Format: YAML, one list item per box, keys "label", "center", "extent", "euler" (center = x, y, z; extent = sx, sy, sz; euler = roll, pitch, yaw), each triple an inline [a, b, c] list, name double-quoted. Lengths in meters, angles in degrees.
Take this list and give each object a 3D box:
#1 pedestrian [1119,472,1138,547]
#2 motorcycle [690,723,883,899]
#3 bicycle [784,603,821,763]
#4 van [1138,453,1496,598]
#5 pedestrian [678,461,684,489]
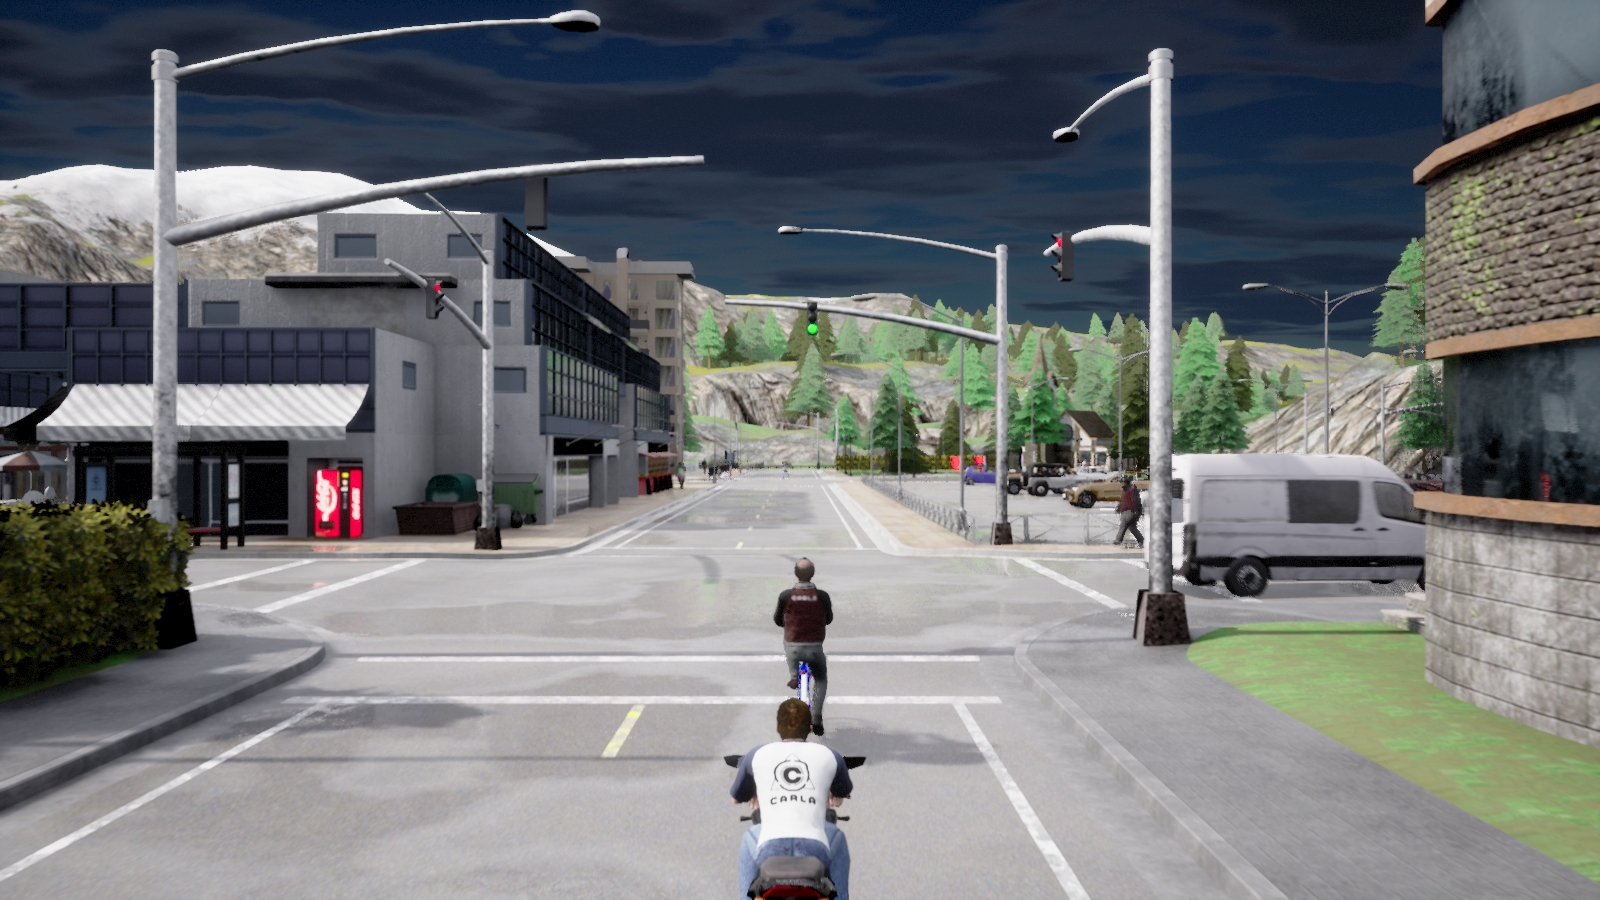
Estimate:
- label: "pedestrian"
  center: [8.261, 1.494, 28.719]
  extent: [0.375, 1.860, 0.375]
  euler: [0, 0, 0]
- label: "motorcycle"
  center: [-0.051, 2.191, 5.768]
  extent: [0.803, 1.145, 2.033]
  euler: [0, 0, 0]
- label: "bicycle"
  center: [0.031, 2.188, 11.056]
  extent: [0.329, 1.171, 1.835]
  euler: [0, 0, 1]
- label: "van"
  center: [9.566, 1.333, 21.386]
  extent: [5.915, 2.561, 1.988]
  euler: [0, 0, -6]
- label: "pedestrian"
  center: [-7.941, 1.658, 76.264]
  extent: [0.375, 1.860, 0.375]
  euler: [0, 0, -2]
